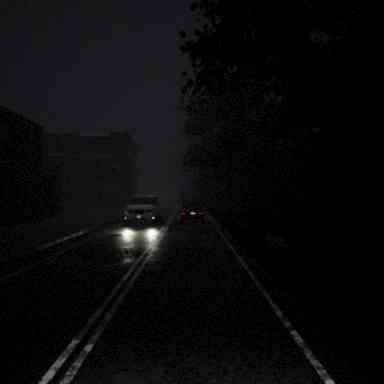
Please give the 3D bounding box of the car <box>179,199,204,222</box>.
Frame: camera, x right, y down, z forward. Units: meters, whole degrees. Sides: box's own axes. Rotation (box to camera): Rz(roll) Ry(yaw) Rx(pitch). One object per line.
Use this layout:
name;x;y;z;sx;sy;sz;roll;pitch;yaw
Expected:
car;-0.023;1.547;25.985;2.033;1.411;5.357;0;0;-1

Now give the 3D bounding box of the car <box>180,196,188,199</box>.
car;-0.361;1.571;43.144;1.895;1.301;4.718;0;0;-2

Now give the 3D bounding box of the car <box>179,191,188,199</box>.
car;-2.067;0.657;82.035;2.150;2.045;5.566;0;1;-3

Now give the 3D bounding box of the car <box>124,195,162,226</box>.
car;-3.427;1.222;24.081;2.150;2.045;5.566;0;0;0
